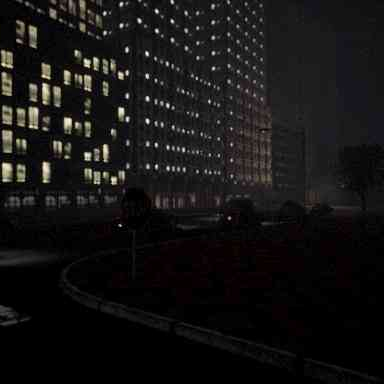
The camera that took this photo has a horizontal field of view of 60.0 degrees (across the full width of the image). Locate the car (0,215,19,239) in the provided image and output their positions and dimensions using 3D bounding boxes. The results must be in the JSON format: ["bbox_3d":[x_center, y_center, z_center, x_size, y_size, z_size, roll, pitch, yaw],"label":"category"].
[{"bbox_3d":[-11.329,1.679,16.486,1.812,1.442,4.674,-1,-2,36],"label":"car"}]

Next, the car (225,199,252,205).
[{"bbox_3d":[5.322,1.839,39.367,2.150,2.045,5.566,-1,-1,36],"label":"car"}]

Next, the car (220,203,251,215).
[{"bbox_3d":[6.077,2.291,45.884,2.033,1.411,5.357,-1,-1,36],"label":"car"}]

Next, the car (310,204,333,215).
[{"bbox_3d":[17.506,2.285,44.795,2.033,1.411,5.357,-1,-1,36],"label":"car"}]

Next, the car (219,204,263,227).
[{"bbox_3d":[3.941,1.926,26.087,1.994,1.385,4.181,-1,-1,36],"label":"car"}]

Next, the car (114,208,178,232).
[{"bbox_3d":[-2.924,1.784,22.192,1.837,1.490,4.892,-1,-1,36],"label":"car"}]

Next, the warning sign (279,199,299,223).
[{"bbox_3d":[7.770,1.494,26.667,1.300,1.860,1.060,0,0,36],"label":"warning sign"}]

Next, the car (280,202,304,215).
[{"bbox_3d":[13.638,2.088,45.022,2.097,1.767,4.553,-1,-1,37],"label":"car"}]

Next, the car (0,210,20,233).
[{"bbox_3d":[-13.040,1.818,19.678,1.895,1.301,4.718,-1,-1,36],"label":"car"}]
